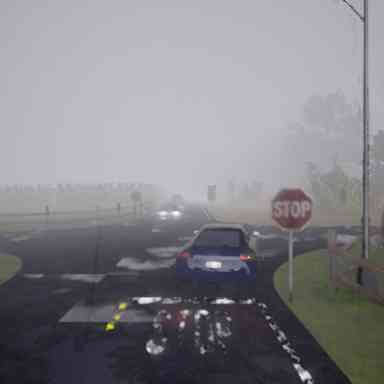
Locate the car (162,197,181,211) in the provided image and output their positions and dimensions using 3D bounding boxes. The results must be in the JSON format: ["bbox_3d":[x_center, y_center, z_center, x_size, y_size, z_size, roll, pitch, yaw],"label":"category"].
[{"bbox_3d":[-2.714,1.669,41.750,1.895,1.301,4.718,0,0,0],"label":"car"}]

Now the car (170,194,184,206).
[{"bbox_3d":[-2.610,1.338,59.341,2.150,2.045,5.566,0,-1,1],"label":"car"}]

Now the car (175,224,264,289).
[{"bbox_3d":[0.915,1.574,9.314,1.994,1.385,4.181,0,0,12],"label":"car"}]
